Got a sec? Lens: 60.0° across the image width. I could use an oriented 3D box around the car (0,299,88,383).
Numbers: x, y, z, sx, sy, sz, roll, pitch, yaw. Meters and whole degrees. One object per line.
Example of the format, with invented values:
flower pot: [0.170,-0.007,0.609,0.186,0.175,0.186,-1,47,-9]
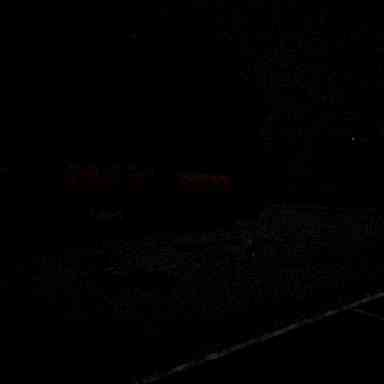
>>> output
car: [-2.309,1.441,1.153,4.097,1.590,1.967,0,1,-35]
